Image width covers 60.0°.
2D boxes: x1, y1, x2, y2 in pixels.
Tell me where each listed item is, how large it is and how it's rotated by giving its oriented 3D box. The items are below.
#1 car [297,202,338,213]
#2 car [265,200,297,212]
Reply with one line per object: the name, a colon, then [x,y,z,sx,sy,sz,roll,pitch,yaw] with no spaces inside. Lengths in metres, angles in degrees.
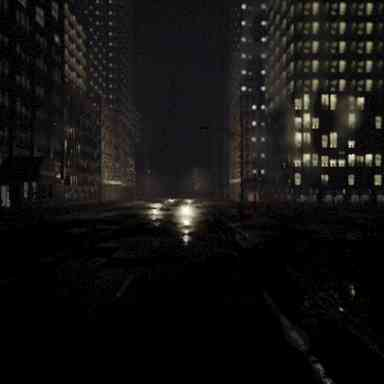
car: [15.919,1.995,41.451,4.403,1.369,2.008,1,0,-1]
car: [12.249,1.851,44.216,5.008,1.535,1.882,1,1,-1]
